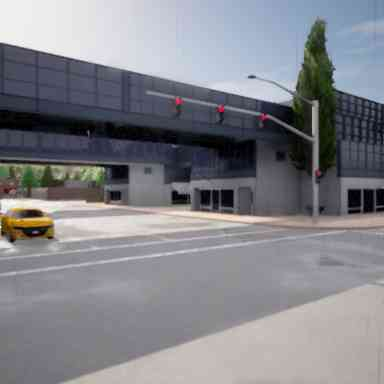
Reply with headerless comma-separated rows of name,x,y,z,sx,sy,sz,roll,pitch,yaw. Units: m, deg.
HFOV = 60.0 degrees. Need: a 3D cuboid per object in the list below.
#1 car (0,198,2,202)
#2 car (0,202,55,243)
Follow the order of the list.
car,-22.546,1.212,36.909,2.150,2.045,5.566,0,0,-35
car,-8.264,1.485,16.588,1.882,1.535,5.008,0,0,-35
